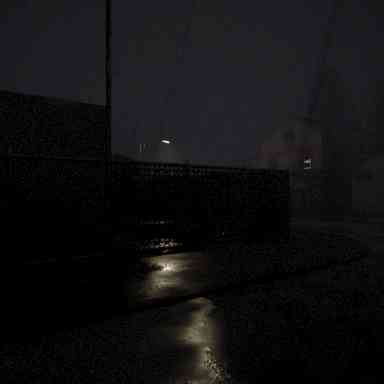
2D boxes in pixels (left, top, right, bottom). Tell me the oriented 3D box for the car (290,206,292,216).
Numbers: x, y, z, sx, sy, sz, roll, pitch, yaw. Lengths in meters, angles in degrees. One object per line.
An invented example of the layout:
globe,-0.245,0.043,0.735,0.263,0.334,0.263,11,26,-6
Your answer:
car,6.437,1.477,29.303,1.882,1.535,5.008,0,0,-34
